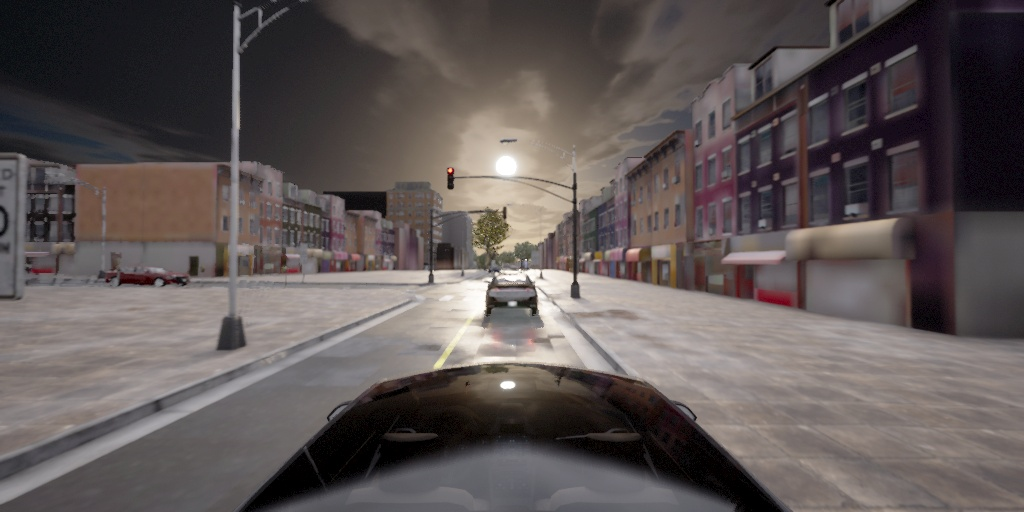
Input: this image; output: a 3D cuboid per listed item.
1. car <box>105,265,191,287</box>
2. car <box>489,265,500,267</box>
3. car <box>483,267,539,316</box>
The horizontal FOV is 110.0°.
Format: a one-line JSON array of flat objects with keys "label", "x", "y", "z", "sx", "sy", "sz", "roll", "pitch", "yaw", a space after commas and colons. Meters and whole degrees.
[{"label": "car", "x": -23.242, "y": 1.291, "z": 22.970, "sx": 4.507, "sy": 1.381, "sz": 1.888, "roll": 0, "pitch": 0, "yaw": 0}, {"label": "car", "x": -2.810, "y": 2.155, "z": 58.637, "sx": 1.994, "sy": 1.385, "sz": 4.181, "roll": 0, "pitch": -1, "yaw": 1}, {"label": "car", "x": -0.075, "y": 1.364, "z": 14.008, "sx": 2.128, "sy": 1.511, "sz": 4.902, "roll": 0, "pitch": -1, "yaw": -2}]
